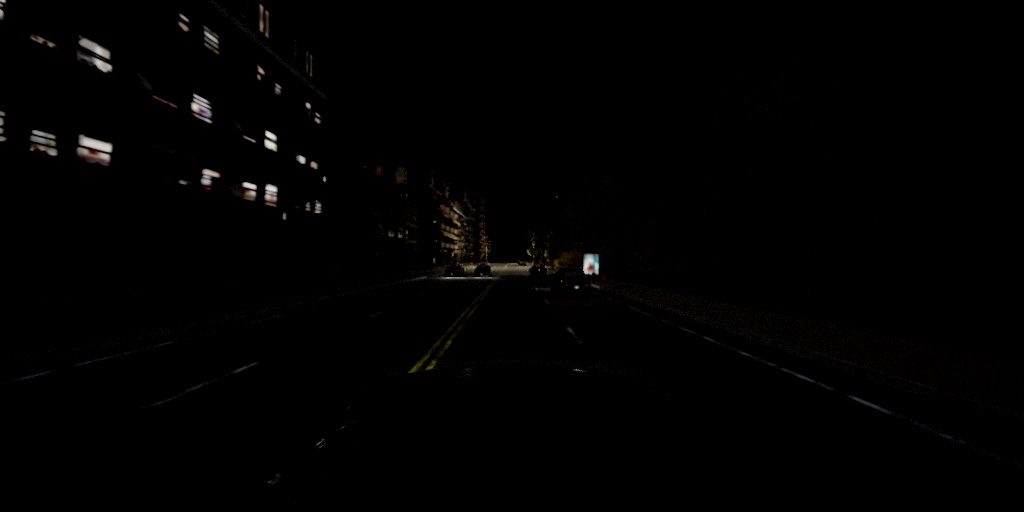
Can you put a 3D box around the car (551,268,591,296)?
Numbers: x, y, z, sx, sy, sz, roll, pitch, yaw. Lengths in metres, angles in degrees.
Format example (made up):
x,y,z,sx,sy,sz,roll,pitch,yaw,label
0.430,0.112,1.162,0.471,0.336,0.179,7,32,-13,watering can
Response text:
x,y,z,sx,sy,sz,roll,pitch,yaw,label
3.354,1.444,20.874,1.812,1.442,4.674,0,0,0,car

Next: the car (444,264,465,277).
x,y,z,sx,sy,sz,roll,pitch,yaw,label
-6.581,1.652,41.763,2.033,1.411,5.357,0,-1,0,car

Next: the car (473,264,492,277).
x,y,z,sx,sy,sz,roll,pitch,yaw,label
-3.331,1.652,41.841,2.033,1.411,5.357,0,-1,0,car

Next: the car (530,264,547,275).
x,y,z,sx,sy,sz,roll,pitch,yaw,label
3.358,1.708,46.274,1.994,1.385,4.181,0,0,0,car
